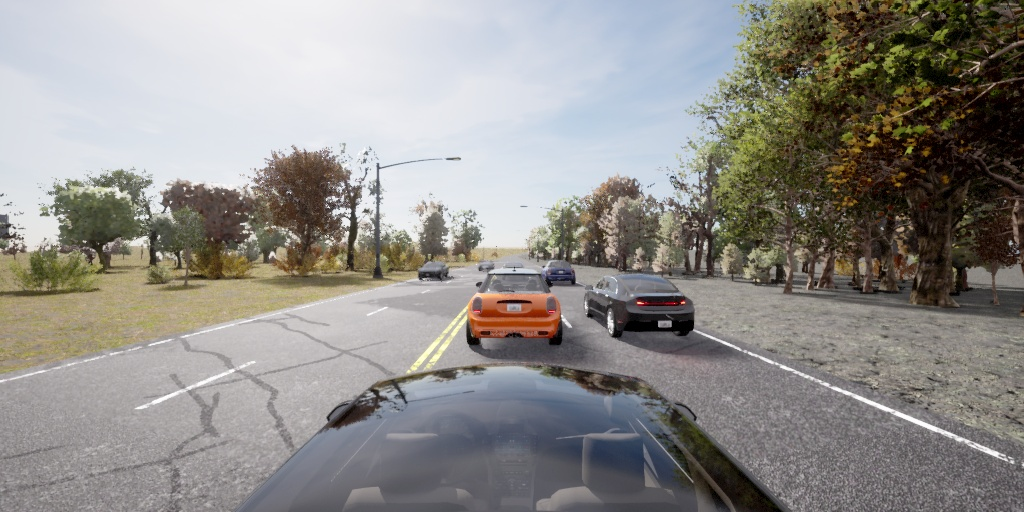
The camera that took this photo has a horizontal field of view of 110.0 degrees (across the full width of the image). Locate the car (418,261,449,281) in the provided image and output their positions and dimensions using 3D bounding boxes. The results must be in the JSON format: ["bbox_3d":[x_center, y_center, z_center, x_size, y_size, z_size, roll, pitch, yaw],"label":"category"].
[{"bbox_3d":[-6.572,1.225,30.429,1.882,1.535,5.008,0,0,0],"label":"car"}]

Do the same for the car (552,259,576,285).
[{"bbox_3d":[3.329,1.092,26.442,2.097,1.767,4.553,-1,0,0],"label":"car"}]

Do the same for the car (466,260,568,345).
[{"bbox_3d":[0.066,1.101,9.639,2.097,1.767,4.553,0,0,0],"label":"car"}]

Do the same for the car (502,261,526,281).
[{"bbox_3d":[0.127,1.225,30.992,1.882,1.535,5.008,0,0,-1],"label":"car"}]

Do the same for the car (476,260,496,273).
[{"bbox_3d":[-3.250,1.237,45.623,2.128,1.511,4.902,0,0,1],"label":"car"}]

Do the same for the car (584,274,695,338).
[{"bbox_3d":[3.319,1.246,10.211,1.837,1.490,4.892,-1,0,0],"label":"car"}]
